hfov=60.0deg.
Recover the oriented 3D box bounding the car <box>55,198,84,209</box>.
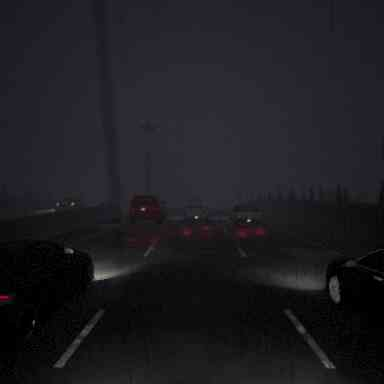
[{"bbox_3d":[-17.066,1.575,46.661,2.128,1.511,4.902,0,-2,1],"label":"car"}]

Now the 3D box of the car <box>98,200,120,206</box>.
[{"bbox_3d":[-10.133,1.598,41.204,1.895,1.301,4.718,0,0,1],"label":"car"}]

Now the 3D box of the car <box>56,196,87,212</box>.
[{"bbox_3d":[-13.674,1.331,37.863,2.097,1.767,4.553,0,0,1],"label":"car"}]

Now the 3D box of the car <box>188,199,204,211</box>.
[{"bbox_3d":[0.501,1.581,42.939,2.033,1.411,5.357,0,-1,1],"label":"car"}]

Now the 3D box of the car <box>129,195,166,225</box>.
[{"bbox_3d":[-3.176,1.219,24.505,2.150,2.045,5.566,0,0,1],"label":"car"}]

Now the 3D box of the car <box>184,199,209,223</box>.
[{"bbox_3d":[0.334,1.530,25.527,1.812,1.442,4.674,0,0,1],"label":"car"}]

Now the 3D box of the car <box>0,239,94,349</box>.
[{"bbox_3d":[-3.320,1.559,6.238,1.994,1.385,4.181,0,0,0],"label":"car"}]

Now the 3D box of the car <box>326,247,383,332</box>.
[{"bbox_3d":[3.667,1.512,4.953,1.837,1.490,4.892,0,0,0],"label":"car"}]

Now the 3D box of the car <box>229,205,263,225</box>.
[{"bbox_3d":[3.822,1.611,24.382,1.895,1.301,4.718,0,0,1],"label":"car"}]
